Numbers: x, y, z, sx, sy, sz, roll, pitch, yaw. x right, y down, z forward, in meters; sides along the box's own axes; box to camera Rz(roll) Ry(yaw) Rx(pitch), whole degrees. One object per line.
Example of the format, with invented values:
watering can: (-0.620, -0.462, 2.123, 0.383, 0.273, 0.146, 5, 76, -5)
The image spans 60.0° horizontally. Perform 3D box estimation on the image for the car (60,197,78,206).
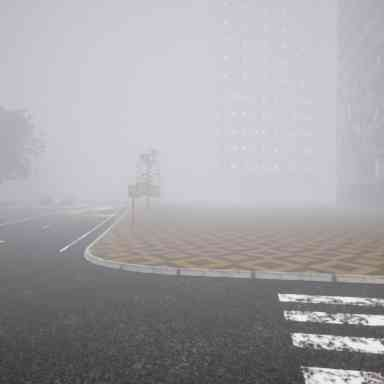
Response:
car: (-18.987, 1.447, 51.555, 1.994, 1.385, 4.181, 0, 0, -10)

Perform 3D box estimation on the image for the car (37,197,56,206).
car: (-22.187, 1.421, 50.983, 1.994, 1.385, 4.181, 0, 0, -10)
